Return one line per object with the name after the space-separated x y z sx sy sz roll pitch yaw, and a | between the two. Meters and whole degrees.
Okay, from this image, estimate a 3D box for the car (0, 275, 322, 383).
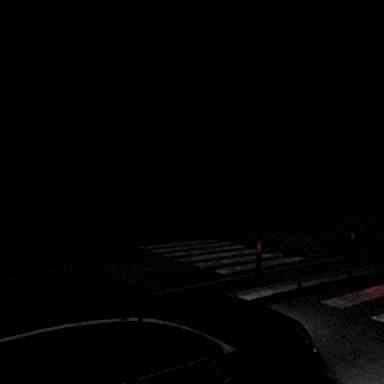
-0.949 1.507 2.714 4.892 1.490 1.837 -1 0 -34 | car
